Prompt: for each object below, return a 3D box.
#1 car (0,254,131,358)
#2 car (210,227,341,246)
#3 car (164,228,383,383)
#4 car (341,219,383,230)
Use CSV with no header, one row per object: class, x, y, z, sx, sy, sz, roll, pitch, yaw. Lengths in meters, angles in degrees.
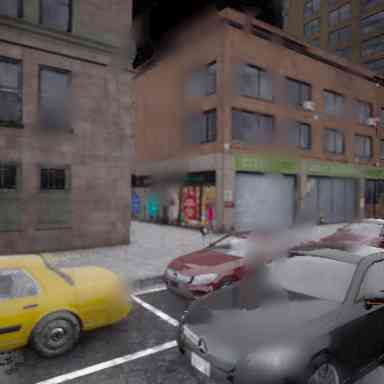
car,-3.251,1.516,4.443,4.829,1.417,1.752,0,1,-35
car,1.371,1.566,7.717,4.206,1.307,1.802,0,1,-35
car,1.983,1.516,4.777,4.674,1.442,1.812,0,0,-35
car,5.853,1.560,10.891,4.206,1.307,1.802,0,1,-35
